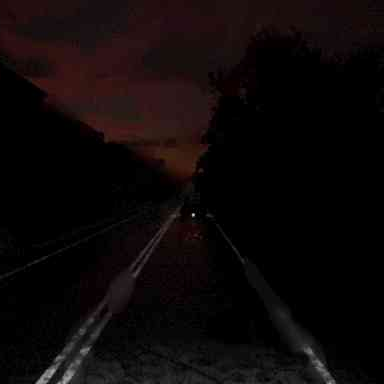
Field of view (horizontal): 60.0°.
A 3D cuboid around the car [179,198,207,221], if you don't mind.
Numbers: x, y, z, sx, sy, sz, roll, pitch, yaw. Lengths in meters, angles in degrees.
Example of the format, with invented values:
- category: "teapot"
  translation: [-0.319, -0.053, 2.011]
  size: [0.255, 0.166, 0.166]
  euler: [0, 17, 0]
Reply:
- category: "car"
  translation: [0.095, 1.348, 25.526]
  size: [1.837, 1.490, 4.892]
  euler: [0, 0, 0]

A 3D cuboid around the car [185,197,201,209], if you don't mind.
- category: "car"
  translation: [0.092, 1.350, 41.738]
  size: [1.895, 1.301, 4.718]
  euler: [0, 0, 0]
